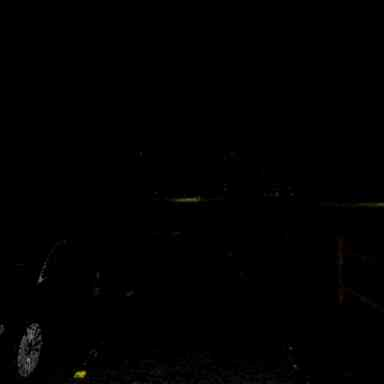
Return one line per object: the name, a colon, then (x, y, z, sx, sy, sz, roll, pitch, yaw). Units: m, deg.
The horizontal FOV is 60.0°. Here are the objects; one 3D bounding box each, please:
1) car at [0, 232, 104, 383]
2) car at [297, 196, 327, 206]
car: (-2.854, 1.499, 5.511, 2.128, 1.511, 4.902, 0, 0, 0)
car: (20.251, 1.491, 56.143, 4.892, 1.490, 1.837, 0, 0, -5)
